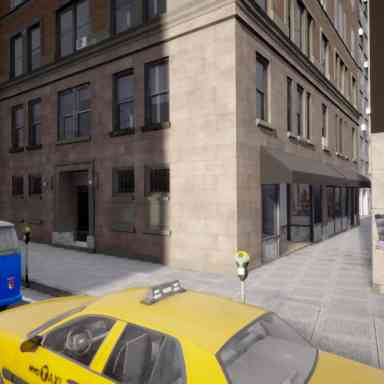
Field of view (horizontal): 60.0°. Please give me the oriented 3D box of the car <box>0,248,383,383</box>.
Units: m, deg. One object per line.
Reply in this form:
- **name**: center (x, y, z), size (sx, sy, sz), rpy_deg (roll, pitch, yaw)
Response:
- **car**: center (-0.473, 1.526, 3.198), size (4.829, 1.417, 1.752), rpy_deg (0, -1, 36)

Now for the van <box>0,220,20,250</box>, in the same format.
- **van**: center (-4.946, 1.342, 6.404), size (3.998, 1.788, 1.690), rpy_deg (0, -1, 36)
